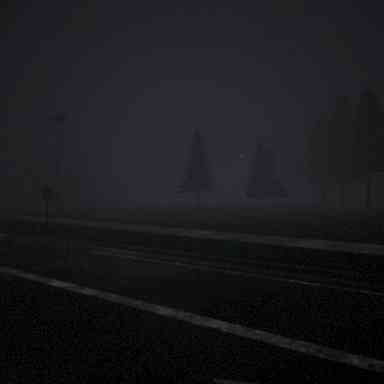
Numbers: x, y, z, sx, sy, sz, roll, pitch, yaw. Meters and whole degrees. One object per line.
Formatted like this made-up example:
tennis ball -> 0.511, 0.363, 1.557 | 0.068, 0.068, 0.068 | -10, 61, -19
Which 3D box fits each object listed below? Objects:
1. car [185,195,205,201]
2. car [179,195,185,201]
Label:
car -> 1.159, 1.491, 75.259 | 1.882, 1.535, 5.008 | -1, 0, 35
car -> -1.714, 1.546, 77.258 | 1.837, 1.490, 4.892 | -1, 0, 35
